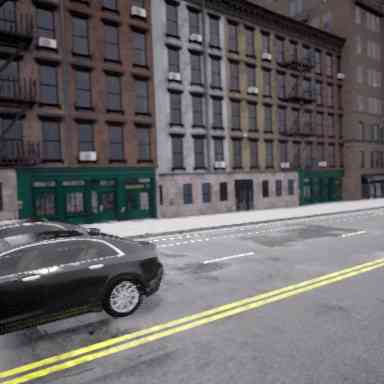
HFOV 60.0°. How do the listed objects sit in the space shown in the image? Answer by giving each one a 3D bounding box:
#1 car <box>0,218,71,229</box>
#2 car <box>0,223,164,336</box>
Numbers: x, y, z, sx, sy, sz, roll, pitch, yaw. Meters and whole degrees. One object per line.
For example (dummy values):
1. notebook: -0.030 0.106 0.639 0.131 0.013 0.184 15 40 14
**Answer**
1. car: -4.669 1.477 8.336 4.892 1.490 1.837 -2 1 -35
2. car: -2.823 1.478 5.661 4.892 1.490 1.837 -2 1 -35
